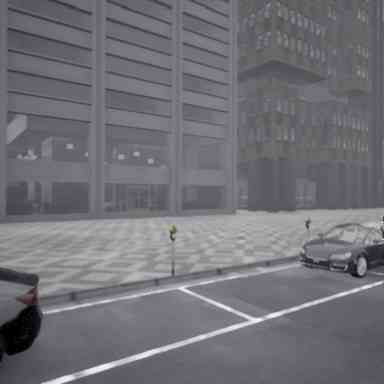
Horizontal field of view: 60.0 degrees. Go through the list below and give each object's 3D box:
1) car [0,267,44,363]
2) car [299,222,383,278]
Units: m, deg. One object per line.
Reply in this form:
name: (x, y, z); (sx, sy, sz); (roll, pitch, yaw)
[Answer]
car: (-4.027, 1.555, 3.780); (4.313, 1.339, 1.947); (1, -1, -35)
car: (5.159, 1.646, 10.328); (4.403, 1.369, 2.008); (1, -1, -35)
